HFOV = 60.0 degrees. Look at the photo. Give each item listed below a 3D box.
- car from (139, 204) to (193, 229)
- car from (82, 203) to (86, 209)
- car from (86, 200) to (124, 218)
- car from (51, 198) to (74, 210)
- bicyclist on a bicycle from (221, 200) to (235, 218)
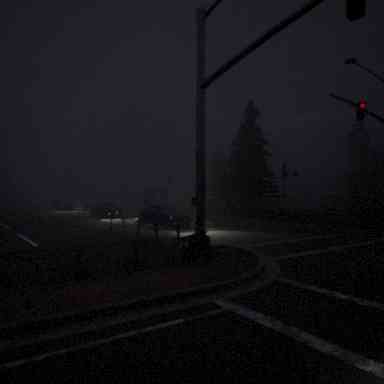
[{"bbox_3d":[-1.921,1.586,23.117,1.882,1.535,5.008,1,0,-36],"label":"car"},{"bbox_3d":[-13.199,1.739,44.538,1.895,1.301,4.718,1,0,-36],"label":"car"},{"bbox_3d":[-8.107,1.611,31.523,1.837,1.490,4.892,1,0,-36],"label":"car"},{"bbox_3d":[-17.133,1.604,43.919,1.882,1.535,5.008,1,0,-36],"label":"car"},{"bbox_3d":[3.171,1.478,28.821,1.656,1.620,0.582,0,0,-36],"label":"bicyclist on a bicycle"}]
